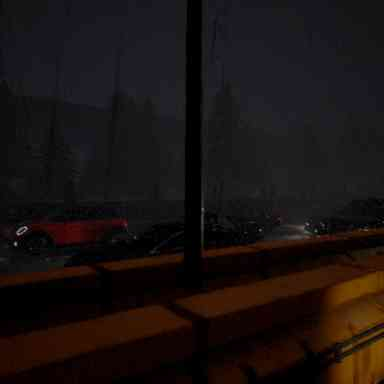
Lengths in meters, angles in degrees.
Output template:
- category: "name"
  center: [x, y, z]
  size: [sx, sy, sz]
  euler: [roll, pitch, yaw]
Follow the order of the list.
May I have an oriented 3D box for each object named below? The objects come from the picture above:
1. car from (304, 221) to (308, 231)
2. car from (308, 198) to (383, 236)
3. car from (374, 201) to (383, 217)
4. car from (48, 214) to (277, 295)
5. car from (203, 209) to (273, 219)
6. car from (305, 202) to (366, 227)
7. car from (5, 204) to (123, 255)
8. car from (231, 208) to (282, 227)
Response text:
- category: "car"
  center: [8.636, 1.630, 18.747]
  size: [5.357, 1.411, 2.033]
  euler: [0, 0, -35]
- category: "car"
  center: [7.516, 1.286, 13.649]
  size: [5.566, 2.045, 2.150]
  euler: [0, 0, -35]
- category: "car"
  center: [18.623, 1.445, 30.175]
  size: [4.718, 1.301, 1.895]
  euler: [-3, 2, -36]
- category: "car"
  center: [-0.489, 1.511, 7.903]
  size: [4.902, 1.511, 2.128]
  euler: [0, 0, -37]
- category: "car"
  center: [0.440, 1.584, 12.905]
  size: [5.357, 1.411, 2.033]
  euler: [0, 0, -35]
- category: "car"
  center: [10.565, 1.592, 24.398]
  size: [4.892, 1.490, 1.837]
  euler: [0, 0, -35]
- category: "car"
  center: [-4.908, 1.370, 13.389]
  size: [4.553, 1.767, 2.097]
  euler: [0, 0, -36]
- category: "car"
  center: [2.798, 1.609, 18.883]
  size: [5.357, 1.411, 2.033]
  euler: [0, 0, -35]
